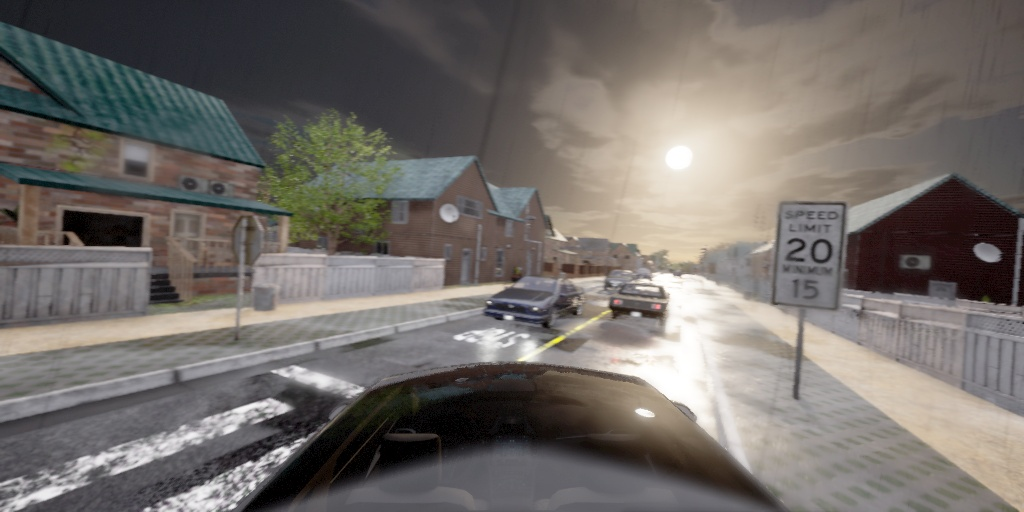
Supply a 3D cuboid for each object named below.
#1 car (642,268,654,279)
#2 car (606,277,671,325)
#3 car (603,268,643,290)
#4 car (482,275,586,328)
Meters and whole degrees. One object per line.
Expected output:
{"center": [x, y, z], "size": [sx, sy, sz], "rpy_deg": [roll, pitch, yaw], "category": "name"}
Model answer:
{"center": [15.183, 2.088, 41.149], "size": [1.812, 1.442, 4.674], "rpy_deg": [4, 0, 26], "category": "car"}
{"center": [5.106, 1.709, 13.879], "size": [1.895, 1.301, 4.718], "rpy_deg": [4, 0, 26], "category": "car"}
{"center": [8.136, 1.813, 26.724], "size": [2.128, 1.511, 4.902], "rpy_deg": [4, 0, 26], "category": "car"}
{"center": [1.086, 1.357, 12.069], "size": [2.033, 1.411, 5.357], "rpy_deg": [4, 0, 26], "category": "car"}
